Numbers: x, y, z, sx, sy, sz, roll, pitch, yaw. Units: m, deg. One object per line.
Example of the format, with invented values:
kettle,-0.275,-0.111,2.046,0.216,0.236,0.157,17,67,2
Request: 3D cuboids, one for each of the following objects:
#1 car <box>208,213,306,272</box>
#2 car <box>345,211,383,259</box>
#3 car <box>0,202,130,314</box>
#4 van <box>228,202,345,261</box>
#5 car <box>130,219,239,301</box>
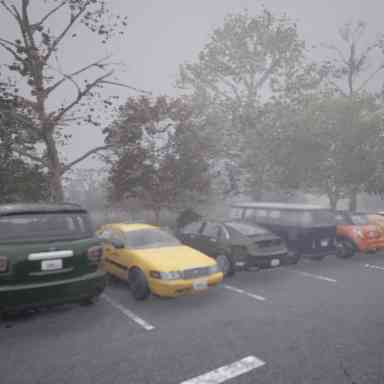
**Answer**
car,0.761,1.567,10.602,2.231,1.521,4.892,1,-1,-36
car,5.284,1.523,13.805,2.185,1.767,4.553,1,-1,-36
car,-3.760,1.240,7.413,2.435,2.045,5.566,1,0,-36
van,2.946,1.382,12.316,1.878,1.987,4.442,1,-1,-36
car,-1.386,1.523,8.848,1.946,1.575,5.366,1,-1,-36
